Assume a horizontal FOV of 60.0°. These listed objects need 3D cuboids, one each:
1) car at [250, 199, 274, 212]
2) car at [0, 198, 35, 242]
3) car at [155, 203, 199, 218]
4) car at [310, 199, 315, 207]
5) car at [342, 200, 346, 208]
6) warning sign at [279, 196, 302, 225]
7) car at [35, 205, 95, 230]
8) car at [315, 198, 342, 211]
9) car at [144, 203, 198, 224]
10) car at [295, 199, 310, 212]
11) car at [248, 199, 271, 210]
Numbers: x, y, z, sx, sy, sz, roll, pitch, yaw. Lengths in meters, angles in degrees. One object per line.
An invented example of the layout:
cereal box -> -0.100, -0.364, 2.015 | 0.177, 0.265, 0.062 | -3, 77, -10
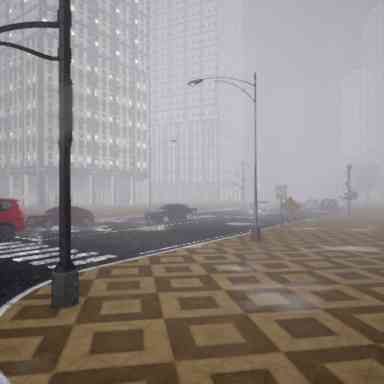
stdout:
car -> 9.276, 1.813, 43.481 | 1.812, 1.442, 4.674 | 0, -1, 34
car -> -10.318, 1.273, 14.639 | 2.150, 2.045, 5.566 | 0, -1, 34
car -> -1.414, 1.812, 33.466 | 1.895, 1.301, 4.718 | 0, 0, 34
car -> 19.101, 1.827, 52.762 | 1.882, 1.535, 5.008 | 0, 0, 31
car -> 24.421, 1.962, 55.223 | 1.895, 1.301, 4.718 | 0, 0, 30
warning sign -> 6.804, 1.249, 22.965 | 1.300, 1.860, 1.060 | 0, 0, 34
car -> -8.802, 1.653, 22.634 | 1.812, 1.442, 4.674 | 0, -1, 34
car -> 19.263, 1.660, 46.740 | 2.097, 1.767, 4.553 | 0, 0, 32
car -> -1.805, 1.642, 27.131 | 1.882, 1.535, 5.008 | 0, 0, 35
car -> 13.880, 1.894, 44.366 | 1.895, 1.301, 4.718 | 0, 0, 33
car -> 10.473, 1.852, 51.189 | 1.837, 1.490, 4.892 | 0, -1, 33
